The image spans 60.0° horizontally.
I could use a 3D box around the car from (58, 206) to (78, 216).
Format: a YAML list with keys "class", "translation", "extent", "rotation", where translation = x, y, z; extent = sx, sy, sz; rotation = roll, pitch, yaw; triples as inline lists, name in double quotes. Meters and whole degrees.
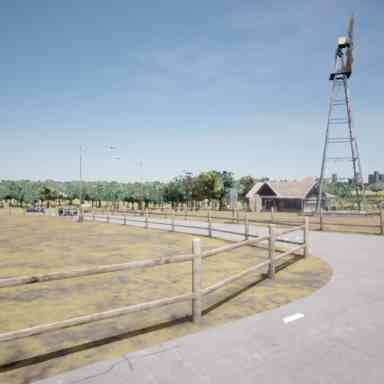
- class: "car"
  translation: [-18.695, 2.785, 49.963]
  extent: [2.128, 1.511, 4.902]
  rotation: [0, -2, -36]

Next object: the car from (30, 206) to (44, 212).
- class: "car"
  translation: [-36.913, 4.160, 80.087]
  extent: [2.097, 1.767, 4.553]
  rotation: [0, -3, -36]
